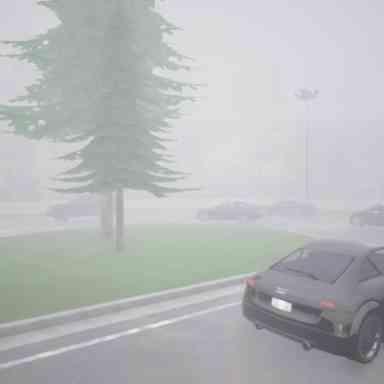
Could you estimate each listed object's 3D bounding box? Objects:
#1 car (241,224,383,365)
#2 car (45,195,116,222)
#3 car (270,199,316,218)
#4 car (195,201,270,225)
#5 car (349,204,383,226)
[{"bbox_3d":[2.855,1.537,5.870,4.181,1.385,1.994,0,0,-37],"label":"car"},{"bbox_3d":[-8.422,1.181,25.966,5.566,2.045,2.150,0,-1,-30],"label":"car"},{"bbox_3d":[7.965,1.393,28.311,4.892,1.490,1.837,0,-1,36],"label":"car"},{"bbox_3d":[2.581,1.414,23.423,4.902,1.511,2.128,0,0,28],"label":"car"},{"bbox_3d":[11.195,1.407,18.915,1.837,1.490,4.892,2,0,-16],"label":"car"}]
